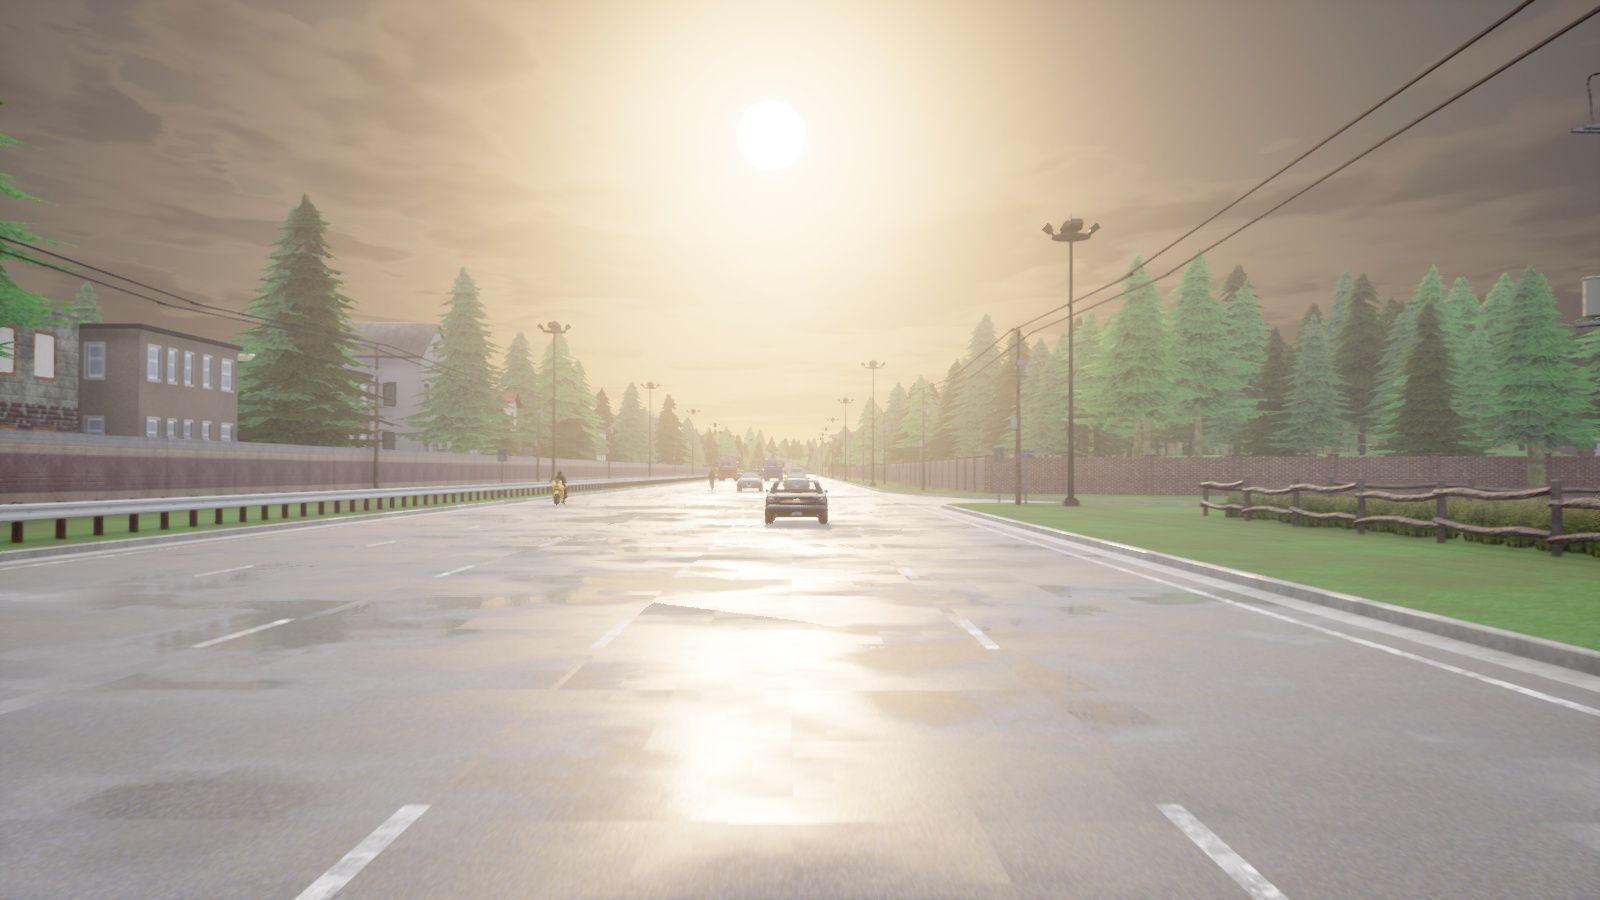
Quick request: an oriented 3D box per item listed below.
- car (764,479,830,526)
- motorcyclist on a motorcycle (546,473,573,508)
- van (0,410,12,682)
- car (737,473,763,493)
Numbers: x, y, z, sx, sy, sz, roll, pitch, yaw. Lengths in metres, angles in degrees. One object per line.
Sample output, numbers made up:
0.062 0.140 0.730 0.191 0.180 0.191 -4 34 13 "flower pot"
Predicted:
-0.091 1.553 38.085 1.895 1.301 4.718 0 -1 0 "car"
-10.633 1.770 55.573 0.797 1.523 2.044 0 -1 0 "motorcyclist on a motorcycle"
-7.019 0.688 7.294 2.069 2.038 4.480 0 -1 0 "van"
-3.728 2.441 94.714 1.812 1.442 4.674 0 -1 0 "car"
